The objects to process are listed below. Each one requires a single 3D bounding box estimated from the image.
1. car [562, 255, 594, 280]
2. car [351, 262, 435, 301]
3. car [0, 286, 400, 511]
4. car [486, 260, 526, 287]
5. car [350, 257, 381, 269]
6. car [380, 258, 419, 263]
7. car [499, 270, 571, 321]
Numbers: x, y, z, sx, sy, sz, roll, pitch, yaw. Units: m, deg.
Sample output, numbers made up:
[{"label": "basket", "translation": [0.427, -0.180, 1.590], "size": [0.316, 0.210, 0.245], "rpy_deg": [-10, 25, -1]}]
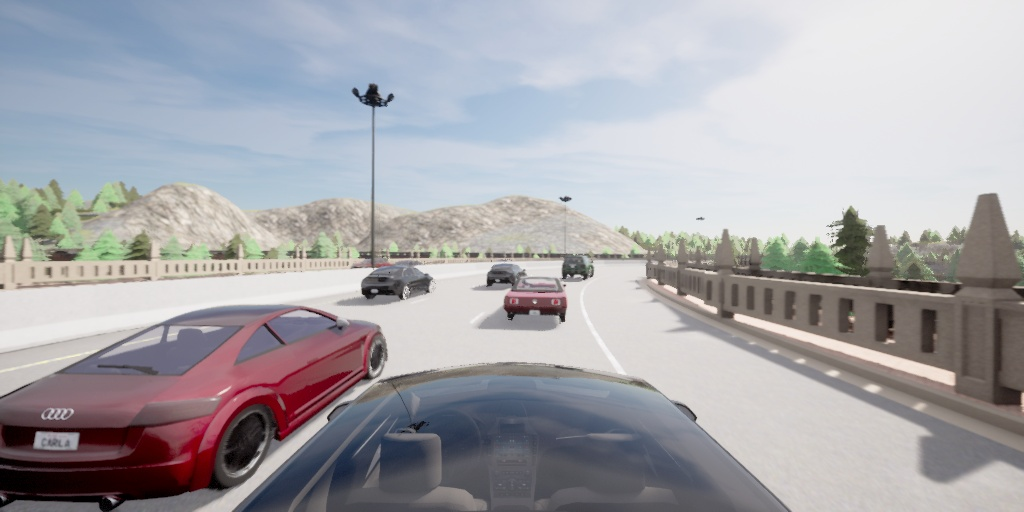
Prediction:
[{"label": "car", "translation": [5.899, 0.975, 31.813], "size": [2.150, 2.045, 5.566], "rpy_deg": [0, 0, 20]}, {"label": "car", "translation": [-5.314, 1.218, 17.304], "size": [1.837, 1.490, 4.892], "rpy_deg": [0, 0, 10]}, {"label": "car", "translation": [-3.202, 1.297, 4.585], "size": [1.994, 1.385, 4.181], "rpy_deg": [0, 0, 2]}, {"label": "car", "translation": [-0.275, 1.236, 23.897], "size": [1.837, 1.490, 4.892], "rpy_deg": [0, 0, 14]}, {"label": "car", "translation": [-14.610, 1.004, 37.197], "size": [2.097, 1.767, 4.553], "rpy_deg": [0, 0, 20]}, {"label": "car", "translation": [-10.931, 1.177, 37.138], "size": [1.837, 1.490, 4.892], "rpy_deg": [0, -1, 21]}, {"label": "car", "translation": [0.960, 1.347, 12.542], "size": [1.895, 1.301, 4.718], "rpy_deg": [0, 0, 8]}]
